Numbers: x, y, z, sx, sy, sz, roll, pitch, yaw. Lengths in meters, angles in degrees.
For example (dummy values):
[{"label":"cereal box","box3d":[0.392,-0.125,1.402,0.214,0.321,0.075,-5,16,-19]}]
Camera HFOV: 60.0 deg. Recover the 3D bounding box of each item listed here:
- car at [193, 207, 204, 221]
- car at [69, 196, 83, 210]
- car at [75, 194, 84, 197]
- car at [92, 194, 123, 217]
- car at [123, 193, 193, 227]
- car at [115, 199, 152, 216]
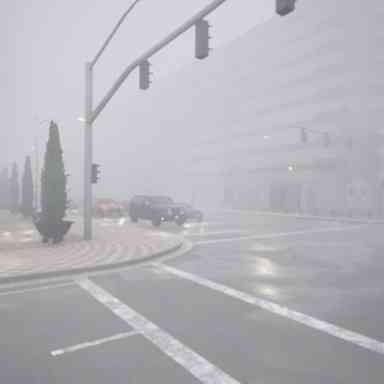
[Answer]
[{"label":"car","box3d":[-0.964,1.580,27.314,1.812,1.442,4.674,1,0,-35]},{"label":"car","box3d":[-15.769,1.593,42.223,1.994,1.385,4.181,1,0,-35]},{"label":"car","box3d":[-18.912,1.561,59.127,1.882,1.535,5.008,1,0,-35]},{"label":"car","box3d":[-8.131,1.381,31.397,2.097,1.767,4.553,1,0,-35]},{"label":"car","box3d":[-2.561,1.250,23.510,2.150,2.045,5.566,1,0,-35]},{"label":"car","box3d":[-6.186,1.560,34.706,1.837,1.490,4.892,1,0,-35]}]
